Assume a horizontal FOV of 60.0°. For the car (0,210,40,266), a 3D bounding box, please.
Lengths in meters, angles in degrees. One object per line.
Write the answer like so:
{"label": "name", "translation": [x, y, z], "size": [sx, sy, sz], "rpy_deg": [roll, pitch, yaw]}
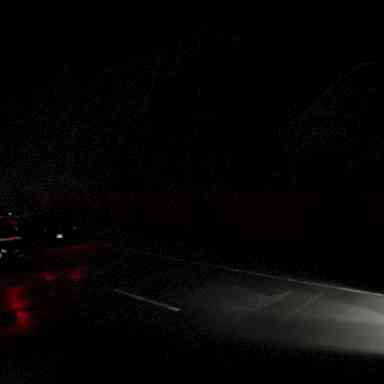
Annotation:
{"label": "car", "translation": [-7.027, 1.554, 10.917], "size": [2.128, 1.511, 4.902], "rpy_deg": [0, 0, -43]}

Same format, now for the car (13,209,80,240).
{"label": "car", "translation": [-7.277, 1.688, 16.571], "size": [1.895, 1.301, 4.718], "rpy_deg": [0, 0, -38]}

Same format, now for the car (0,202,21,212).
{"label": "car", "translation": [-16.238, 1.637, 29.149], "size": [1.882, 1.535, 5.008], "rpy_deg": [0, 0, -35]}
